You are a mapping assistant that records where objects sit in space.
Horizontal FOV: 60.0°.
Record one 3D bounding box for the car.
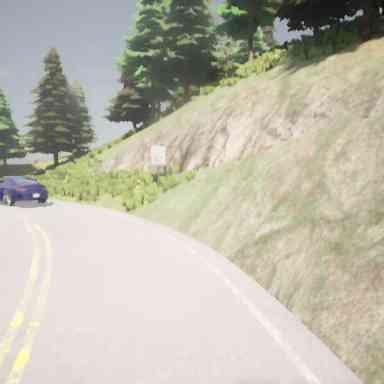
[{"bbox_3d":[-9.453,-0.104,17.669,4.674,1.442,1.812,3,5,38],"label":"car"}]
